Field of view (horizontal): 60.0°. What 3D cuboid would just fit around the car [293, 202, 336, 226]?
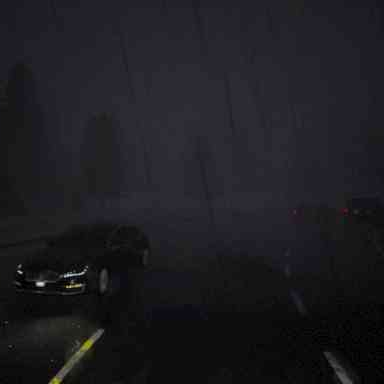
[{"bbox_3d":[9.710,1.603,26.163,2.097,1.767,4.553,0,-1,40],"label":"car"}]

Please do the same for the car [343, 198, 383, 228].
[{"bbox_3d":[13.060,1.464,24.830,2.150,2.045,5.566,-1,-1,41],"label":"car"}]

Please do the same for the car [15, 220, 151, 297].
[{"bbox_3d":[-2.562,1.586,9.012,1.837,1.490,4.892,0,0,11],"label":"car"}]
